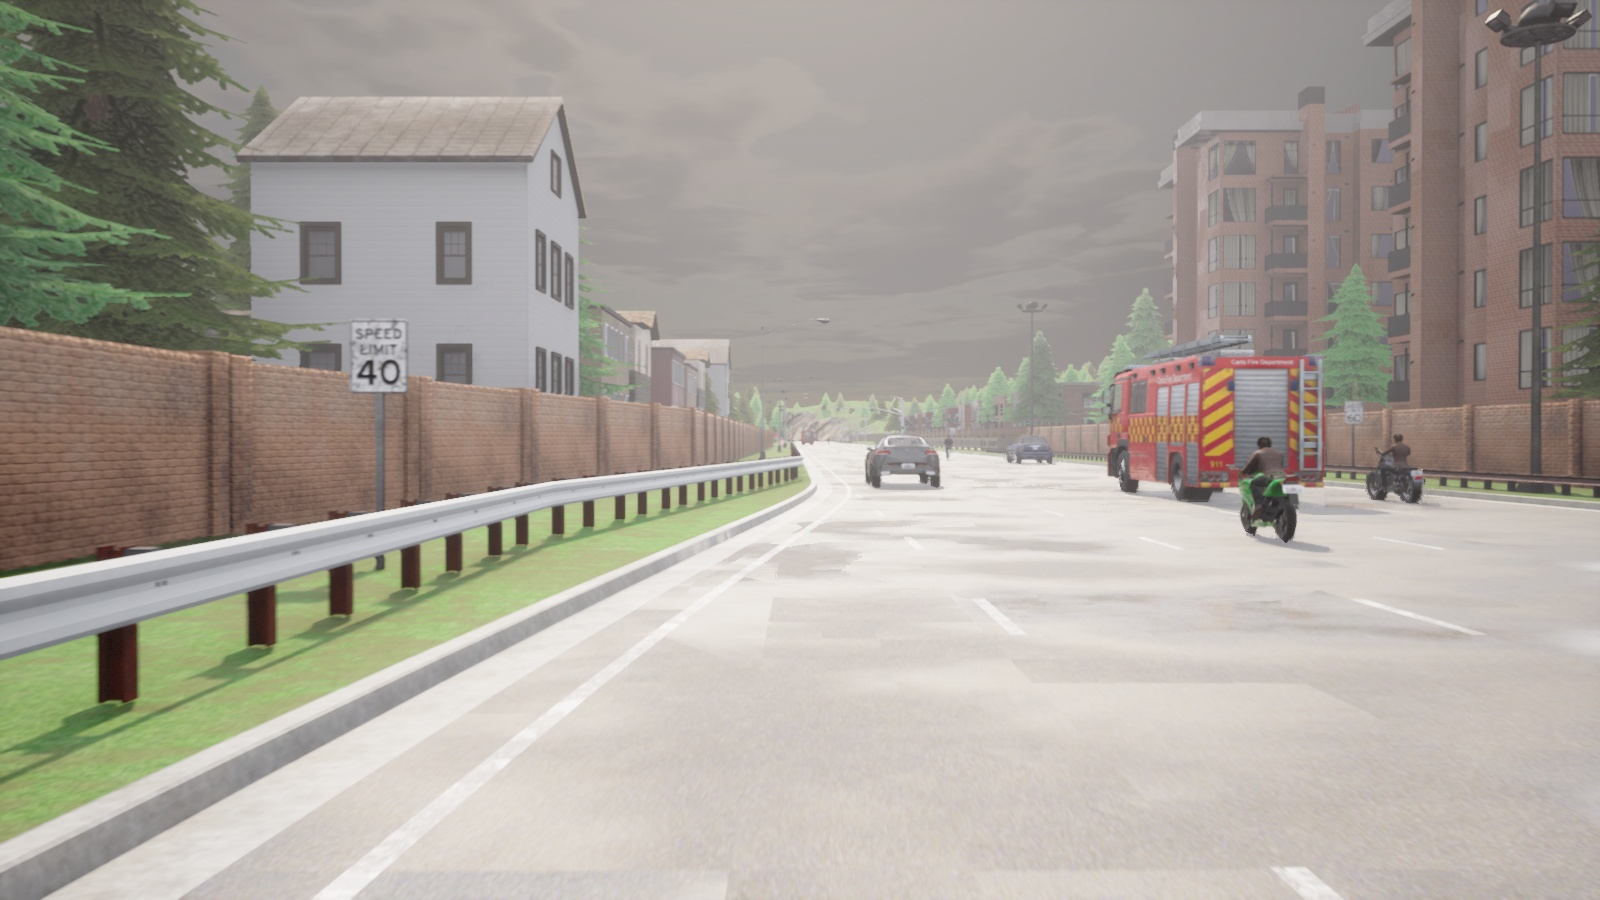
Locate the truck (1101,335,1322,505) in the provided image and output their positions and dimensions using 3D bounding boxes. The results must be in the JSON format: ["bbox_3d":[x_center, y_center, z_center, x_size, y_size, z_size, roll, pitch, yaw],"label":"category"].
[{"bbox_3d":[10.270,-0.705,32.475,2.891,3.827,8.468,0,1,0],"label":"truck"}]

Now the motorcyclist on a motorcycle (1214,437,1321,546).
[{"bbox_3d":[6.854,0.566,18.524,0.797,1.523,2.044,0,1,0],"label":"motorcyclist on a motorcycle"}]

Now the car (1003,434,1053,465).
[{"bbox_3d":[13.513,-0.063,74.547,2.097,1.767,4.553,0,1,0],"label":"car"}]

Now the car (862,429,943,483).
[{"bbox_3d":[3.221,0.159,40.346,2.152,1.651,5.027,0,1,0],"label":"car"}]

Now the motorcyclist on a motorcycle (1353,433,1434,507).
[{"bbox_3d":[13.788,0.443,29.264,0.766,1.649,2.350,0,0,0],"label":"motorcyclist on a motorcycle"}]
